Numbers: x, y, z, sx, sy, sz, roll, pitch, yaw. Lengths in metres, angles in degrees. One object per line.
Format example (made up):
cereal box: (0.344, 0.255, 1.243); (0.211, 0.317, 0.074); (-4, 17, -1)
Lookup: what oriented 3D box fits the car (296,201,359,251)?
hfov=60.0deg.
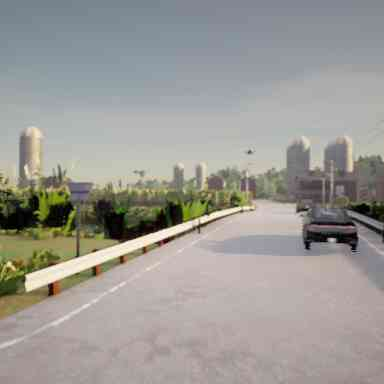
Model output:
car: (5.541, 1.375, 13.711); (2.128, 1.511, 4.902); (0, 1, 18)

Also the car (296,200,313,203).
car: (11.539, 1.463, 33.504); (1.994, 1.385, 4.181); (0, -2, 16)
